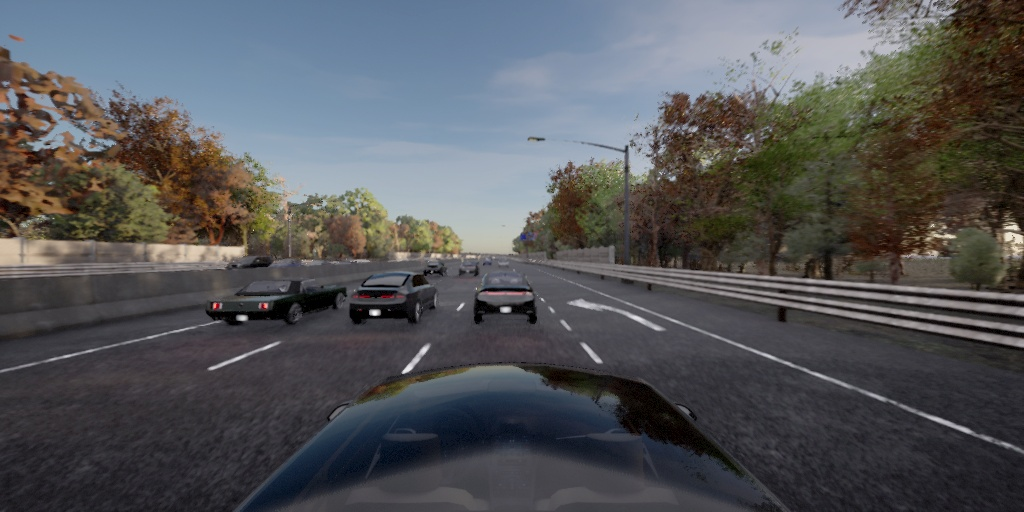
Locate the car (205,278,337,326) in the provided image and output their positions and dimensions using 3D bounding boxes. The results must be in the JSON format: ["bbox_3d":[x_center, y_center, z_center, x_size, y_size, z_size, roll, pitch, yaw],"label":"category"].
[{"bbox_3d":[-7.218,1.361,11.751,1.895,1.301,4.718,0,0,-1],"label":"car"}]

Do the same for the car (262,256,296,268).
[{"bbox_3d":[-25.508,1.143,40.712,2.097,1.767,4.553,0,0,-1],"label":"car"}]

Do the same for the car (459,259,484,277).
[{"bbox_3d":[-4.360,1.298,37.209,2.128,1.511,4.902,0,0,-1],"label":"car"}]

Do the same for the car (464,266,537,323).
[{"bbox_3d":[-0.233,1.259,12.215,2.128,1.511,4.902,0,0,-1],"label":"car"}]

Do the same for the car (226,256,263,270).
[{"bbox_3d":[-28.988,1.006,40.036,2.150,2.045,5.566,0,0,-1],"label":"car"}]

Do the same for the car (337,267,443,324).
[{"bbox_3d":[-3.728,1.270,12.009,1.837,1.490,4.892,0,0,-1],"label":"car"}]

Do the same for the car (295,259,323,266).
[{"bbox_3d":[-22.010,1.272,40.888,1.882,1.535,5.008,0,0,-1],"label":"car"}]

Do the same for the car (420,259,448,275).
[{"bbox_3d":[-7.863,1.309,37.322,1.837,1.490,4.892,0,0,-1],"label":"car"}]

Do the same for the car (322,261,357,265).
[{"bbox_3d":[-18.502,1.344,39.993,2.033,1.411,5.357,0,0,-1],"label":"car"}]
